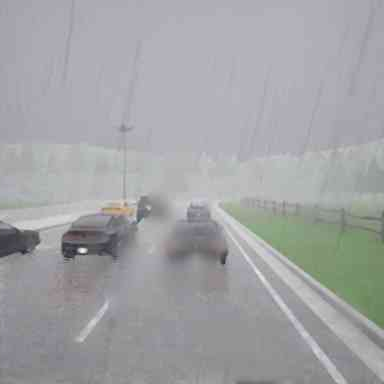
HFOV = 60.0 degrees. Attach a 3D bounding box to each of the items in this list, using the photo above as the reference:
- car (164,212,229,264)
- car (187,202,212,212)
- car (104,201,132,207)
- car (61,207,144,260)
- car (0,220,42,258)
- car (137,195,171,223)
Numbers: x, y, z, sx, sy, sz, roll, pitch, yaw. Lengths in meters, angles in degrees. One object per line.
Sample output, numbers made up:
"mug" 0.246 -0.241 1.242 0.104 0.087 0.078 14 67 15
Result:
"car" 0.209 1.627 11.894 1.895 1.301 4.718 0 0 2
"car" 0.575 1.552 27.462 2.128 1.511 4.902 0 0 2
"car" -6.385 1.539 28.818 1.882 1.535 5.008 0 0 2
"car" -3.270 1.533 12.600 1.837 1.490 4.892 0 0 2
"car" -6.837 1.569 10.514 2.033 1.411 5.357 0 0 2
"car" -2.960 1.280 26.396 2.150 2.045 5.566 0 0 2
